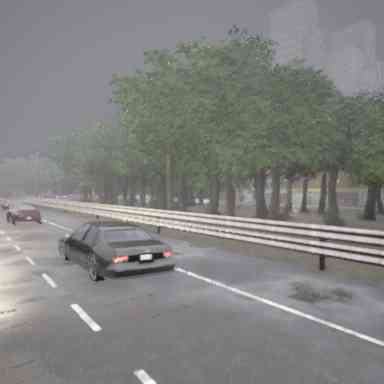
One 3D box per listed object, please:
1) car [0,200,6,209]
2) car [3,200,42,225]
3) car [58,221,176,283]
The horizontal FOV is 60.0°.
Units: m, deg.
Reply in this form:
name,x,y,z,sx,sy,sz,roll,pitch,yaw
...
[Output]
name,x,y,z,sx,sy,sz,roll,pitch,yaw
car,-23.326,1.560,40.223,1.895,1.301,4.718,1,-1,-35
car,-12.044,1.538,23.830,1.812,1.442,4.674,1,-1,-35
car,-2.512,1.590,9.986,2.033,1.411,5.357,1,-1,-35
